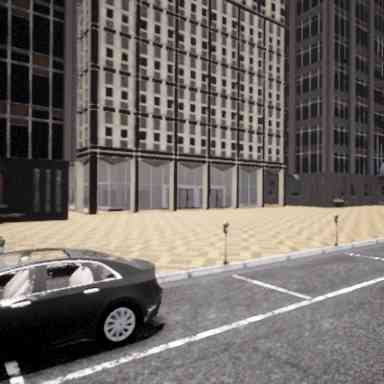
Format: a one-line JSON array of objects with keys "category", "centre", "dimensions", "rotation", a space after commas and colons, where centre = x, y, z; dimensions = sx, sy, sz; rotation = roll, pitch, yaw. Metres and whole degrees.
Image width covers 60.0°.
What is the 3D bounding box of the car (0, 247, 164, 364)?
[{"category": "car", "centre": [-2.521, 1.551, 4.752], "dimensions": [4.403, 1.369, 2.008], "rotation": [0, 1, -35]}]
